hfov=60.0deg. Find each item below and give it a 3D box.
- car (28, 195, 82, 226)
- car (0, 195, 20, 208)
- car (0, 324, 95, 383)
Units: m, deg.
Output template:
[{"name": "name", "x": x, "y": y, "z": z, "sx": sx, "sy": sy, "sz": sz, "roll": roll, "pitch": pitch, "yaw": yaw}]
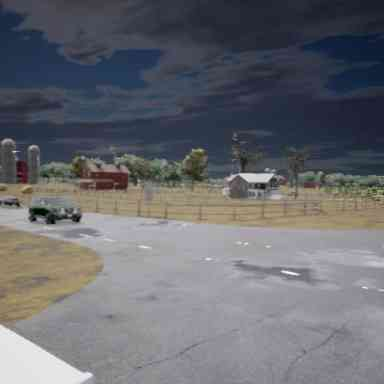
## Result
[{"name": "car", "x": -10.224, "y": 1.245, "z": 24.585, "sx": 2.150, "sy": 2.045, "sz": 5.566, "roll": -1, "pitch": 1, "yaw": -45}, {"name": "car", "x": -24.434, "y": 1.219, "z": 44.197, "sx": 1.837, "sy": 1.490, "sz": 4.892, "roll": -1, "pitch": 1, "yaw": -45}, {"name": "car", "x": -2.819, "y": 1.529, "z": 1.169, "sx": 1.895, "sy": 1.301, "sz": 4.718, "roll": 2, "pitch": 1, "yaw": 37}]
